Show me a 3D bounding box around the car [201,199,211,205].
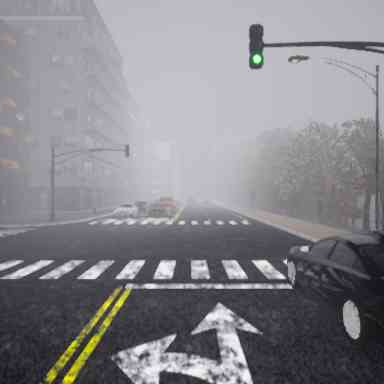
[{"bbox_3d":[3.223,2.231,75.171,2.128,1.511,4.902,0,-1,0],"label":"car"}]

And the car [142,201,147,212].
[{"bbox_3d":[-6.612,1.873,43.013,1.882,1.535,5.008,0,-1,0],"label":"car"}]

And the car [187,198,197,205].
[{"bbox_3d":[-0.028,2.060,75.031,2.097,1.767,4.553,0,-1,0],"label":"car"}]

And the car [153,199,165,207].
[{"bbox_3d":[-6.526,2.096,66.171,1.882,1.535,5.008,0,-1,0],"label":"car"}]

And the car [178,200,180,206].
[{"bbox_3d":[-3.354,2.025,53.929,1.812,1.442,4.674,0,-1,0],"label":"car"}]

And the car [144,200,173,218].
[{"bbox_3d":[-3.355,1.878,34.438,1.994,1.385,4.181,0,-1,1],"label":"car"}]

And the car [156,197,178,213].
[{"bbox_3d":[-3.364,1.624,43.798,2.150,2.045,5.566,0,-1,0],"label":"car"}]

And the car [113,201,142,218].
[{"bbox_3d":[-6.613,1.835,33.825,1.812,1.442,4.674,0,-1,0],"label":"car"}]

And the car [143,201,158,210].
[{"bbox_3d":[-6.603,2.095,53.304,1.895,1.301,4.718,0,-1,0],"label":"car"}]

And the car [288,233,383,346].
[{"bbox_3d":[3.349,1.536,6.465,1.882,1.535,5.008,0,0,0],"label":"car"}]
